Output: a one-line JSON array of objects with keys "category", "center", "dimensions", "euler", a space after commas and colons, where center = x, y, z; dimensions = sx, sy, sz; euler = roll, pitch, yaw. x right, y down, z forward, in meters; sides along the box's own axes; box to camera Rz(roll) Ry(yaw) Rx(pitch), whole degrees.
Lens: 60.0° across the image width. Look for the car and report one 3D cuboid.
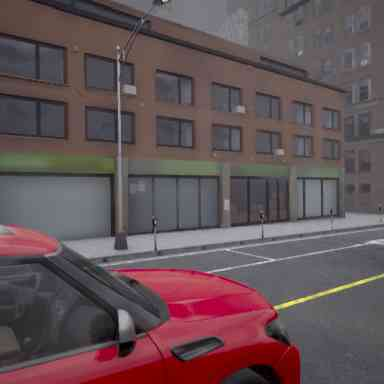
[{"category": "car", "center": [-1.681, 1.216, 2.234], "dimensions": [5.566, 2.045, 2.150], "euler": [0, 0, -36]}]
